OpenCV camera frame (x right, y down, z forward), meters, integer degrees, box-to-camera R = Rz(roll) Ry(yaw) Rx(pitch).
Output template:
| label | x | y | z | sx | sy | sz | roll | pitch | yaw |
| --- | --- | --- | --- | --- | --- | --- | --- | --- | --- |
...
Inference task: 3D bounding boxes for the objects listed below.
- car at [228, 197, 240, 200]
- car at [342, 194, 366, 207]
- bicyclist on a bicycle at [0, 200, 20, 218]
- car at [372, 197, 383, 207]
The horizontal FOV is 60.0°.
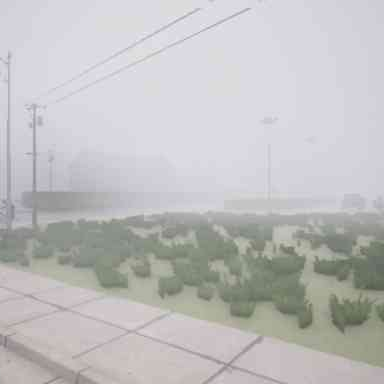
| label | x | y | z | sx | sy | sz | roll | pitch | yaw |
| --- | --- | --- | --- | --- | --- | --- | --- | --- | --- |
| car | 7.227 | 1.530 | 53.737 | 1.812 | 1.442 | 4.674 | 0 | 0 | 36 |
| car | 20.576 | 1.219 | 42.184 | 2.150 | 2.045 | 5.566 | 0 | 0 | 34 |
| bicyclist on a bicycle | -13.724 | 1.387 | 24.718 | 1.656 | 1.620 | 0.582 | 0 | 0 | -22 |
| car | 22.314 | 1.307 | 36.203 | 4.605 | 1.855 | 1.932 | 0 | 0 | 35 |
